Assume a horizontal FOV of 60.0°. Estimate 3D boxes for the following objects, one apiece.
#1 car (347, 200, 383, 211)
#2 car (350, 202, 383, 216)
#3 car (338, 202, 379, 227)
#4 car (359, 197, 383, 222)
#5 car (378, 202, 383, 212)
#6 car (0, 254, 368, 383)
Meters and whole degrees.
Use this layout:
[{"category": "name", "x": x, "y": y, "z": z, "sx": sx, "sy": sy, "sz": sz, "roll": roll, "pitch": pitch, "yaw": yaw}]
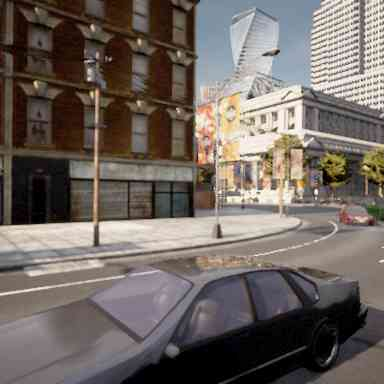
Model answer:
[{"category": "car", "x": 25.637, "y": 1.975, "z": 49.453, "sx": 2.002, "sy": 1.452, "sz": 4.674, "roll": 1, "pitch": 0, "yaw": -16}, {"category": "car", "x": 20.770, "y": 1.908, "z": 38.500, "sx": 2.033, "sy": 1.411, "sz": 5.357, "roll": 0, "pitch": 0, "yaw": -4}, {"category": "car", "x": 12.430, "y": 1.753, "z": 25.411, "sx": 1.812, "sy": 1.442, "sz": 4.674, "roll": 1, "pitch": 0, "yaw": 15}, {"category": "car", "x": 16.919, "y": 1.504, "z": 29.468, "sx": 2.150, "sy": 2.045, "sz": 5.566, "roll": 1, "pitch": 0, "yaw": 7}, {"category": "car", "x": 26.945, "y": 2.030, "z": 43.874, "sx": 1.895, "sy": 1.301, "sz": 4.718, "roll": 0, "pitch": 0, "yaw": -6}, {"category": "car", "x": 0.104, "y": 1.569, "z": 4.142, "sx": 5.357, "sy": 1.411, "sz": 2.033, "roll": 1, "pitch": 0, "yaw": -36}]
